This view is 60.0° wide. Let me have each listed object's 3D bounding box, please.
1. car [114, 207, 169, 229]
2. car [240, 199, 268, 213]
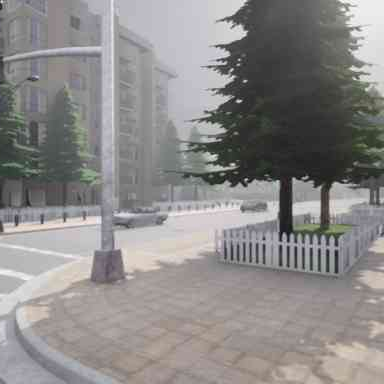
[{"bbox_3d":[-3.700,1.673,22.359,1.895,1.301,4.718,0,0,34],"label":"car"},{"bbox_3d":[7.225,1.582,38.453,1.837,1.490,4.892,0,-1,34],"label":"car"}]
